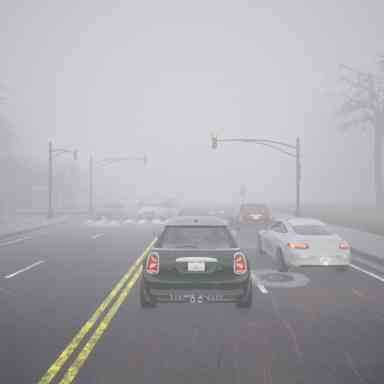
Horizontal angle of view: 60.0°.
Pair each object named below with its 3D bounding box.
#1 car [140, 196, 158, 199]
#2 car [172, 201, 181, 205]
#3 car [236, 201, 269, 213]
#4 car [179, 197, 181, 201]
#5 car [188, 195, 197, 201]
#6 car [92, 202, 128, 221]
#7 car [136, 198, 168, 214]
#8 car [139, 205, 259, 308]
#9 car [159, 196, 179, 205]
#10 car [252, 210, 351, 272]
[{"bbox_3d":[-6.519,1.341,47.066,2.097,1.767,4.553,0,0,0],"label":"car"},{"bbox_3d":[0.070,1.477,17.329,1.882,1.535,5.008,0,0,0],"label":"car"},{"bbox_3d":[3.341,1.352,19.410,2.097,1.767,4.553,0,0,0],"label":"car"},{"bbox_3d":[-3.181,1.480,64.641,1.837,1.490,4.892,0,0,1],"label":"car"},{"bbox_3d":[0.143,1.482,85.668,2.128,1.511,4.902,0,0,0],"label":"car"},{"bbox_3d":[-6.556,1.548,27.350,2.033,1.411,5.357,0,0,0],"label":"car"},{"bbox_3d":[-3.302,1.525,28.081,1.812,1.442,4.674,0,0,0],"label":"car"},{"bbox_3d":[0.090,1.352,8.064,2.097,1.767,4.553,0,0,0],"label":"car"},{"bbox_3d":[-3.271,1.494,46.888,1.837,1.490,4.892,0,0,0],"label":"car"},{"bbox_3d":[3.350,1.526,10.616,1.812,1.442,4.674,0,0,0],"label":"car"}]
